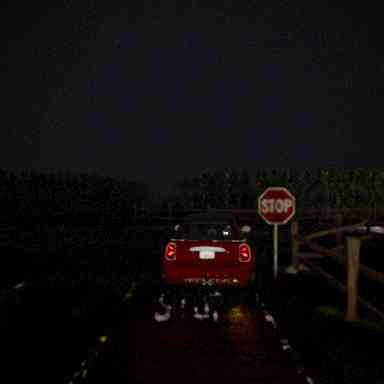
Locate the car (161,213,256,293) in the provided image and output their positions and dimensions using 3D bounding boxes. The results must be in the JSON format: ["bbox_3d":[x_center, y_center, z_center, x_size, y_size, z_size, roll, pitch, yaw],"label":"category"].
[{"bbox_3d":[0.544,1.348,9.134,2.097,1.767,4.553,0,0,6],"label":"car"}]

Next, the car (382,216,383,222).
[{"bbox_3d":[13.760,1.441,19.903,4.181,1.385,1.994,0,0,0],"label":"car"}]
